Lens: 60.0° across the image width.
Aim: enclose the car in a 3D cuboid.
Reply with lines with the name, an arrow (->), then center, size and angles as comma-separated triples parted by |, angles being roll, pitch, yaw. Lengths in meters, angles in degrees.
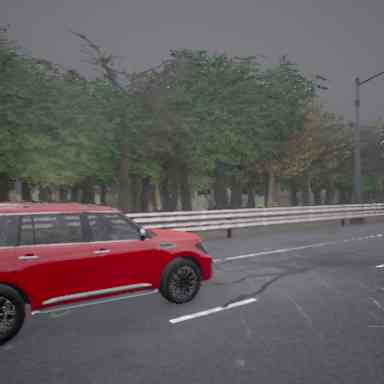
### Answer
car -> -2.209, 1.215, 6.461 | 5.566, 2.045, 2.150 | 0, 1, -35
